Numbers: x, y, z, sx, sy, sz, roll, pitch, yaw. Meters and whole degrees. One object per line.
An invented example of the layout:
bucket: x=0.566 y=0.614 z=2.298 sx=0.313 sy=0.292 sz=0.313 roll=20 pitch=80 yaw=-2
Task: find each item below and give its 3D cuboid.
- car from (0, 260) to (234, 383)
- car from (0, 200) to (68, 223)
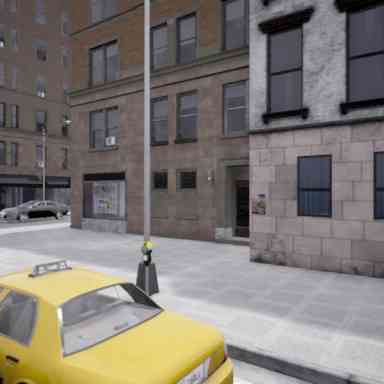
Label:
car: x=-1.891 y=1.525 z=4.093 sx=4.829 sy=1.417 sz=1.752 roll=0 pitch=0 yaw=34
car: x=-11.732 y=1.400 z=25.042 sx=2.128 sy=1.511 sz=4.902 roll=0 pitch=0 yaw=32
